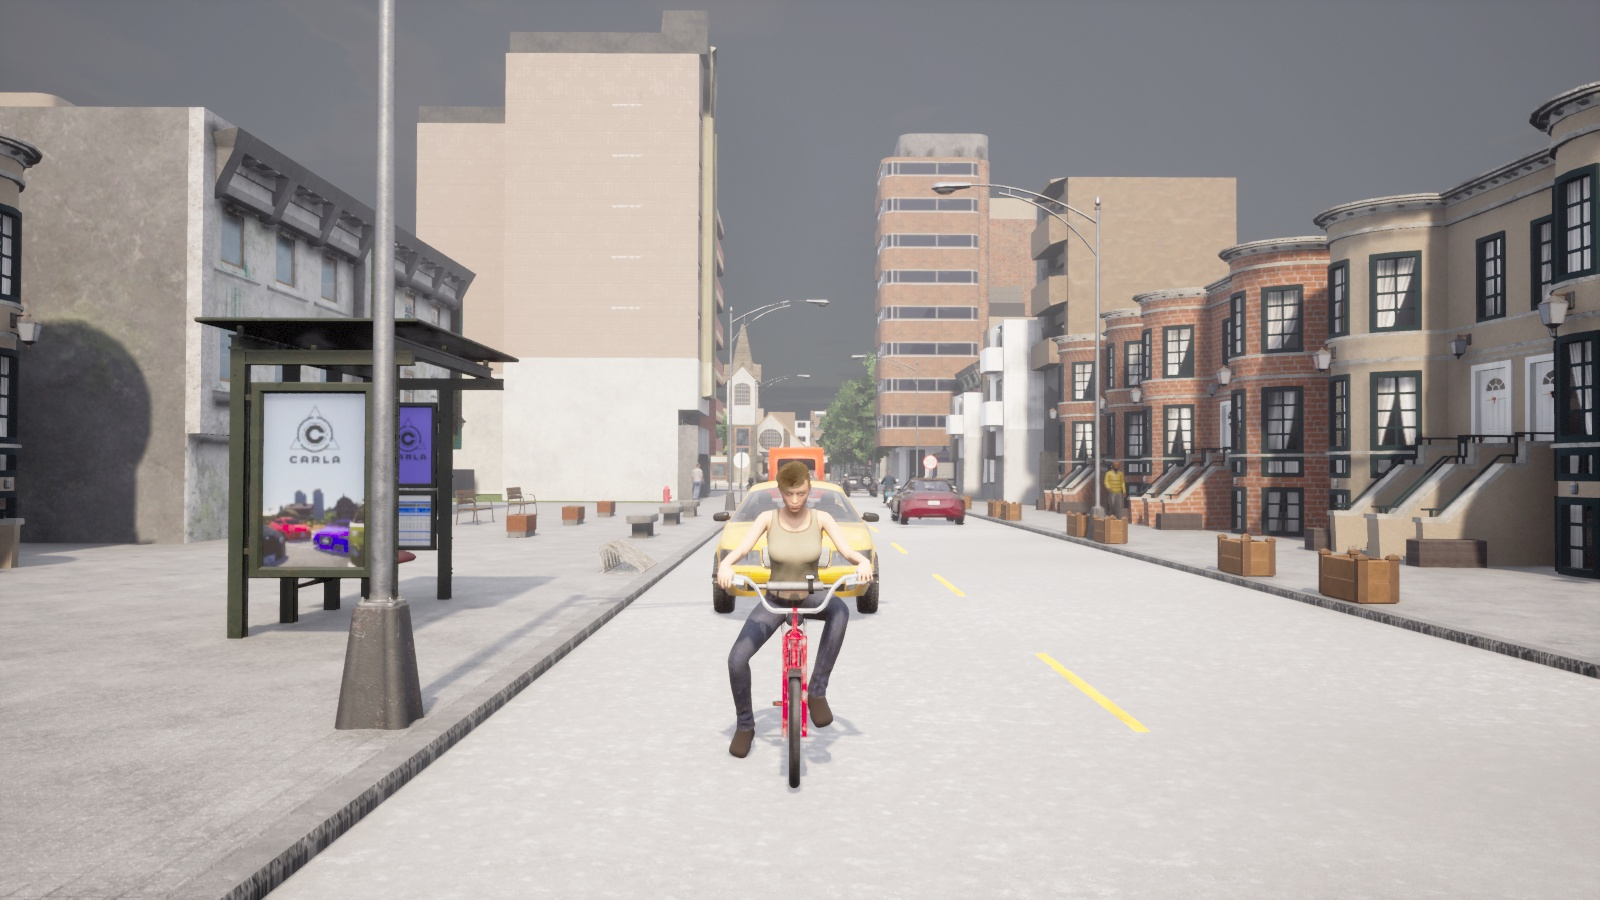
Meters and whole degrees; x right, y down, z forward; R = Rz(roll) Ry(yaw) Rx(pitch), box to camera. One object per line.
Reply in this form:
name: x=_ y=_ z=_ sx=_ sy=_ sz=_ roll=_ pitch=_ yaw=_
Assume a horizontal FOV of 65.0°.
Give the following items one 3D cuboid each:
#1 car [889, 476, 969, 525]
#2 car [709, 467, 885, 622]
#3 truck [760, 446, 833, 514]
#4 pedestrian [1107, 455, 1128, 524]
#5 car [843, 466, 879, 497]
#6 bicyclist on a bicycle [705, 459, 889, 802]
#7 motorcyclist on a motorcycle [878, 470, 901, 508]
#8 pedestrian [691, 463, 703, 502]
car: x=3.902 y=1.509 z=38.598 sx=1.994 sy=1.385 sz=4.181 roll=0 pitch=-1 yaw=0
car: x=-0.039 y=1.014 z=15.534 sx=1.801 sy=1.575 sz=5.366 roll=0 pitch=-1 yaw=0
truck: x=-0.138 y=1.140 z=48.129 sx=2.627 sy=2.467 sz=5.204 roll=0 pitch=-1 yaw=0
pedestrian: x=8.476 y=1.053 z=33.568 sx=0.370 sy=1.835 sz=0.726 roll=0 pitch=-1 yaw=0
car: x=3.717 y=1.918 z=77.681 sx=1.932 sy=1.855 sz=4.605 roll=0 pitch=-1 yaw=-1
bicyclist on a bicycle: x=-0.022 y=0.863 z=6.680 sx=0.866 sy=1.612 sz=1.509 roll=0 pitch=-1 yaw=-1
motorcyclist on a motorcycle: x=3.838 y=1.659 z=54.134 sx=0.866 sy=1.590 sz=1.817 roll=0 pitch=-1 yaw=0
pedestrian: x=-4.852 y=1.535 z=59.162 sx=0.354 sy=1.836 sz=0.706 roll=-1 pitch=-1 yaw=17
